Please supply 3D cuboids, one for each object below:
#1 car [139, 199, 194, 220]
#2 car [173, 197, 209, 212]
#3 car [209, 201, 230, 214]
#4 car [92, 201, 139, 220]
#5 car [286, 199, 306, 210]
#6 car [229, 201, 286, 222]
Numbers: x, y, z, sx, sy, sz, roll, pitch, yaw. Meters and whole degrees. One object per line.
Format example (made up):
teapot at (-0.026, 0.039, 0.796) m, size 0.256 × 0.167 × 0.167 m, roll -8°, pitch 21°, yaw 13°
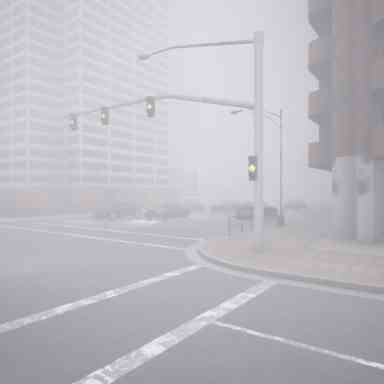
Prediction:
car at (-2.048, 1.566, 27.875) m, size 1.994 × 1.385 × 4.181 m, roll 0°, pitch 0°, yaw 35°
car at (-0.439, 1.566, 36.241) m, size 1.994 × 1.385 × 4.181 m, roll 0°, pitch 0°, yaw 35°
car at (3.823, 1.603, 36.211) m, size 1.895 × 1.301 × 4.718 m, roll 0°, pitch 0°, yaw 35°
car at (-6.158, 1.507, 28.114) m, size 1.837 × 1.490 × 4.892 m, roll 0°, pitch 0°, yaw 35°
car at (13.542, 1.565, 43.682) m, size 1.994 × 1.385 × 4.181 m, roll 0°, pitch 0°, yaw 35°
car at (5.158, 1.492, 25.612) m, size 2.128 × 1.511 × 4.902 m, roll 0°, pitch 0°, yaw 35°
